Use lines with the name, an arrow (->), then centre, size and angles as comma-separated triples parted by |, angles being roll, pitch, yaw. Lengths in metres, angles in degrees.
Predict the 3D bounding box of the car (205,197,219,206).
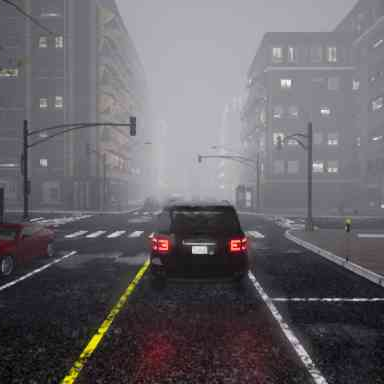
car -> 3.237, 1.549, 53.667 | 2.008, 1.369, 4.403 | 0, 0, 1

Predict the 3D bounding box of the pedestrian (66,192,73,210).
pedestrian -> -12.374, 0.902, 33.550 | 0.375, 1.860, 0.375 | 0, -1, 0

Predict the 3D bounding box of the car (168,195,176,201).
car -> -4.849, 1.525, 81.782 | 1.752, 1.417, 4.829 | 0, 0, 1

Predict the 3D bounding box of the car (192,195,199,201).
car -> 0.856, 1.478, 82.752 | 1.882, 1.535, 5.008 | 0, 0, 1

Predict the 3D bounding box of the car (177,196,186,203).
car -> -2.259, 1.522, 71.954 | 1.812, 1.442, 4.674 | 0, 0, 1

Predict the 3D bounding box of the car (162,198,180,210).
car -> -2.644, 1.562, 43.109 | 1.994, 1.385, 4.181 | 0, 0, 2

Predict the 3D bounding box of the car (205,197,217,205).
car -> 3.296, 1.543, 59.304 | 1.887, 1.381, 4.507 | 0, 0, 1

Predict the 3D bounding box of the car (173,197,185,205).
car -> -2.428, 1.563, 61.649 | 1.994, 1.385, 4.181 | 0, 0, 1

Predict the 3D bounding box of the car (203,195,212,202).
car -> 3.473, 1.440, 76.220 | 1.967, 1.590, 4.097 | 0, 0, 1

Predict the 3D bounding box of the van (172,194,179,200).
van -> -4.730, 1.340, 93.229 | 1.690, 1.788, 3.998 | 0, 0, 1

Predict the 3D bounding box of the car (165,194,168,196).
car -> -4.967, 1.314, 70.675 | 2.192, 1.841, 5.009 | 0, 0, 1

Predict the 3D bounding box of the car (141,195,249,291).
car -> 0.178, 1.221, 9.152 | 2.150, 2.045, 5.566 | 0, 0, 1

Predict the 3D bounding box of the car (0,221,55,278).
car -> -5.600, 1.581, 10.074 | 1.802, 1.307, 4.206 | 0, 0, 1
